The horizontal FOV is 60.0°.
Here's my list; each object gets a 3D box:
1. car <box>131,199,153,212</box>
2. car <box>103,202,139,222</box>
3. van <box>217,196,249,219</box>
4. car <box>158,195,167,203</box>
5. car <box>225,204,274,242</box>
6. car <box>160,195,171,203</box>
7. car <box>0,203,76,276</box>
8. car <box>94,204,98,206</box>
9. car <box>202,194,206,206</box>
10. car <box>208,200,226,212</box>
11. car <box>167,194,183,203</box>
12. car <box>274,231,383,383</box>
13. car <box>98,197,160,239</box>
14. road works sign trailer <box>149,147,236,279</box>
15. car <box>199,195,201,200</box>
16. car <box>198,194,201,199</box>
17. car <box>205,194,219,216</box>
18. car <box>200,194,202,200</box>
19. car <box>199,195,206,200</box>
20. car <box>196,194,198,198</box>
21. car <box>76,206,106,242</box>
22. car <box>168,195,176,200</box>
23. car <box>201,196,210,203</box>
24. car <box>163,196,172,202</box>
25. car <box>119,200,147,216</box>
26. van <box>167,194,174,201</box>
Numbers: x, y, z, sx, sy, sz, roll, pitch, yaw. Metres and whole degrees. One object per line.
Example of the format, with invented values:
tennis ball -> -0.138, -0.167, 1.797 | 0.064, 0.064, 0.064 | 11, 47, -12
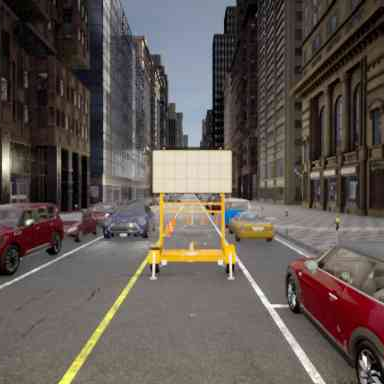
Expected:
car -> -5.725, 1.561, 38.526 | 1.947, 1.339, 4.313 | 0, 0, 0
car -> -5.737, 1.545, 27.323 | 2.008, 1.369, 4.403 | 0, 0, 0
van -> 2.782, 1.335, 21.725 | 1.690, 1.788, 3.998 | 0, 0, 0
car -> -5.707, 1.545, 55.333 | 1.887, 1.381, 4.507 | 0, 0, 0
car -> 2.776, 1.521, 16.293 | 1.752, 1.417, 4.829 | 0, 0, 0
car -> -5.689, 1.447, 72.139 | 1.967, 1.590, 4.097 | 0, 0, 0
car -> -5.755, 1.311, 10.516 | 2.192, 1.841, 5.009 | 0, 0, 0
car -> -5.743, 1.434, 21.720 | 1.967, 1.590, 4.097 | 0, 0, 0
car -> 2.805, 1.312, 44.131 | 2.192, 1.841, 5.009 | 0, 0, 0
car -> 2.800, 1.577, 38.530 | 1.802, 1.307, 4.206 | 0, 0, 0
car -> -3.015, 1.505, 59.388 | 1.837, 1.490, 4.892 | 0, 0, 0
car -> 2.764, 1.439, 4.919 | 1.967, 1.590, 4.097 | 0, 0, 0
car -> -3.082, 1.347, 17.237 | 2.097, 1.767, 4.553 | 0, 0, 0
road works sign trailer -> 0.009, 0.461, 9.966 | 2.380, 3.560, 2.880 | 0, 0, 0
car -> 2.824, 1.569, 60.937 | 1.947, 1.339, 4.313 | 0, 0, 0
car -> 2.830, 1.445, 66.538 | 1.967, 1.590, 4.097 | 0, 0, 0
car -> 2.793, 1.309, 32.928 | 2.192, 1.841, 5.009 | 0, 0, 0
car -> 2.818, 1.441, 55.335 | 1.967, 1.590, 4.097 | 0, 0, 0
car -> 2.860, 1.562, 94.548 | 1.887, 1.381, 4.507 | 0, 0, 0
car -> 2.854, 1.559, 88.945 | 1.887, 1.381, 4.507 | 0, 0, 0
car -> -5.749, 1.577, 16.118 | 1.802, 1.307, 4.206 | 0, 0, 0
car -> -5.665, 1.561, 94.548 | 1.887, 1.381, 4.507 | 0, 0, 0
car -> 2.836, 1.589, 72.140 | 1.802, 1.307, 4.206 | 0, 0, 0
car -> -5.683, 1.554, 77.741 | 1.887, 1.381, 4.507 | 0, 0, 0
car -> -5.731, 1.560, 32.924 | 1.947, 1.339, 4.313 | 0, 0, 0
van -> -5.672, 1.355, 88.946 | 1.690, 1.788, 3.998 | 0, 0, 0
